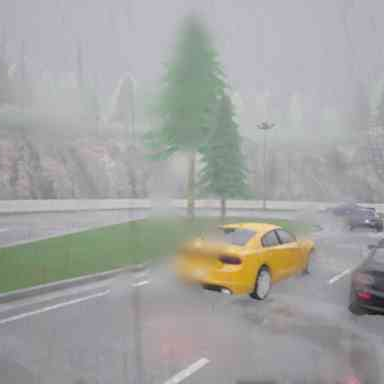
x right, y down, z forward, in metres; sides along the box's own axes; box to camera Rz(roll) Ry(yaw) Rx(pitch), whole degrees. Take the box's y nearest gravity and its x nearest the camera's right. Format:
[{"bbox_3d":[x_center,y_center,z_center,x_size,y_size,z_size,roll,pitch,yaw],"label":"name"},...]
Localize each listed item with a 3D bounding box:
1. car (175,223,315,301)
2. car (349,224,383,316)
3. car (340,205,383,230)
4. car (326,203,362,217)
[{"bbox_3d":[1.679,1.546,8.754,1.882,1.535,5.008,0,-1,38],"label":"car"},{"bbox_3d":[4.628,1.625,6.884,1.812,1.442,4.674,0,0,39],"label":"car"},{"bbox_3d":[11.686,1.841,22.883,1.994,1.385,4.181,1,0,19],"label":"car"},{"bbox_3d":[16.175,1.874,34.179,1.882,1.535,5.008,2,-1,-30],"label":"car"}]
